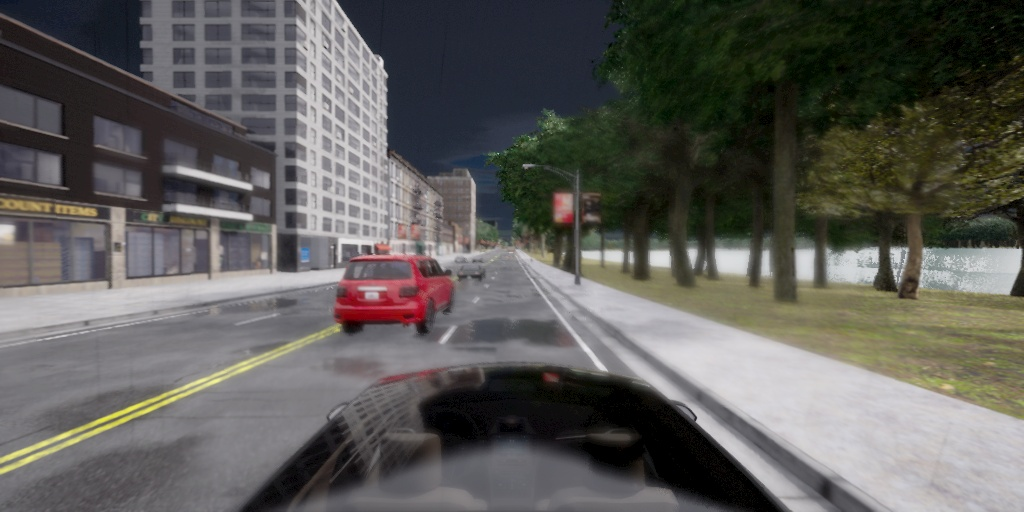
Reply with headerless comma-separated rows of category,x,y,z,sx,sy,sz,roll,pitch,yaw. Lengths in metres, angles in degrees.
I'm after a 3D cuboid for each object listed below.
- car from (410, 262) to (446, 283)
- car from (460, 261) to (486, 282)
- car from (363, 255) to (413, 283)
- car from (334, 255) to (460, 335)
car,-6.593,1.252,28.610,1.812,1.442,4.674,0,1,0
car,-3.147,1.324,28.936,1.895,1.301,4.718,0,1,0
car,-9.843,0.945,29.085,2.150,2.045,5.566,0,0,0
car,-3.151,1.009,10.785,2.150,2.045,5.566,0,0,0
